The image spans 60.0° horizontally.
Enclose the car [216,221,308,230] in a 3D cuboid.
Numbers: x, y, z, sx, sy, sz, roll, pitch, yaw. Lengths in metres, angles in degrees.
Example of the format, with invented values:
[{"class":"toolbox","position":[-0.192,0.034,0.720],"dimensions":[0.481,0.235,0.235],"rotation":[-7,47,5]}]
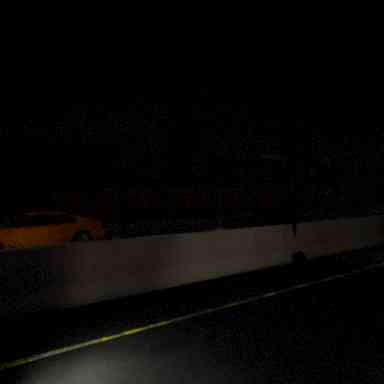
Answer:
[{"class":"car","position":[3.188,1.453,14.869],"dimensions":[4.902,1.511,2.128],"rotation":[0,0,-36]}]

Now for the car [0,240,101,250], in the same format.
[{"class":"car","position":[-5.921,1.469,12.667],"dimensions":[5.008,1.535,1.882],"rotation":[0,0,-36]}]
